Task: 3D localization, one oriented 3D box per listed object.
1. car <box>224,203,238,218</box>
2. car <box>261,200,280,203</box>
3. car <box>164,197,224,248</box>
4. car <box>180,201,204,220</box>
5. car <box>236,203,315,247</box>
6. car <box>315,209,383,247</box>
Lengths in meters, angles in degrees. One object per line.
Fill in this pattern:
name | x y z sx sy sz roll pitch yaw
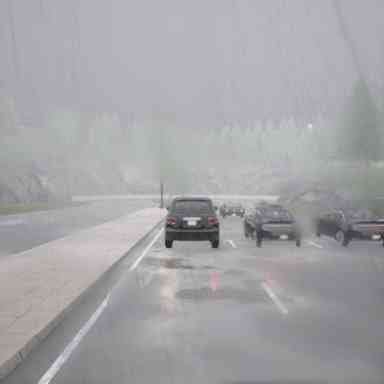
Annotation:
car | 3.502 1.601 29.887 1.895 1.301 4.718 0 0 0
car | 7.004 1.508 30.094 1.837 1.490 4.892 0 0 0
car | 0.001 1.216 14.805 2.150 2.045 5.566 0 0 0
car | 0.001 1.547 29.770 2.033 1.411 5.357 0 0 0
car | 3.504 1.492 15.072 2.128 1.511 4.902 0 0 0
car | 7.004 1.492 15.073 2.128 1.511 4.902 0 0 0
